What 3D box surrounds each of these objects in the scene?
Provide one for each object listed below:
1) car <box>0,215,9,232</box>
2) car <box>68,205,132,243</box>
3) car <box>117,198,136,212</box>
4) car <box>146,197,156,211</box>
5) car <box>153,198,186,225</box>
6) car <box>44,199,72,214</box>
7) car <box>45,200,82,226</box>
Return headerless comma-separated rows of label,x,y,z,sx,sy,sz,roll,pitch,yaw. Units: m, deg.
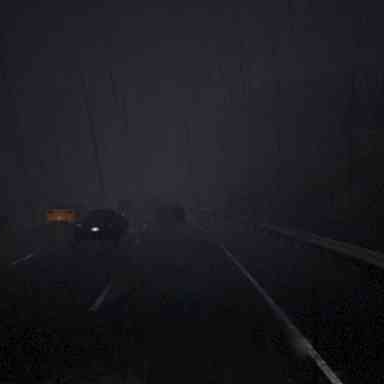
car,-11.367,1.588,17.178,1.895,1.301,4.718,0,0,-6
car,-4.255,1.543,16.017,1.994,1.385,4.181,0,0,-5
car,-7.431,1.439,37.607,2.128,1.511,4.902,0,0,-11
car,-4.561,1.415,40.894,1.882,1.535,5.008,0,0,-12
car,-1.587,1.440,23.781,1.882,1.535,5.008,0,0,-7
car,-14.066,1.525,35.105,1.994,1.385,4.181,0,0,-11
car,-8.536,1.451,23.038,1.882,1.535,5.008,0,0,-7
